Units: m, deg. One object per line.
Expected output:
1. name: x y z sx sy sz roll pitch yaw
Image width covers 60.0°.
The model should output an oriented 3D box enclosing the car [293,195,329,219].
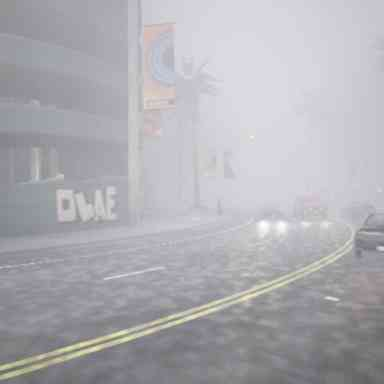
1. car: 10.584 1.316 30.003 2.150 2.045 5.566 0 0 8

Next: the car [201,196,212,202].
1. car: 2.996 1.691 71.440 1.837 1.490 4.892 0 0 -8

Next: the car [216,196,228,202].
1. car: 6.456 1.521 71.961 2.097 1.767 4.553 0 0 -8

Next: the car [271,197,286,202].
1. car: 17.358 1.739 66.913 2.231 1.521 4.892 0 0 -8

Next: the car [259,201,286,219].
1. car: 7.085 1.724 30.037 1.895 1.301 4.718 0 0 8

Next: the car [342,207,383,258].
1. car: 7.226 1.508 12.102 2.128 1.511 4.902 -1 0 36

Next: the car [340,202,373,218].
1. car: 13.832 1.547 27.815 2.128 1.511 4.902 0 0 12
